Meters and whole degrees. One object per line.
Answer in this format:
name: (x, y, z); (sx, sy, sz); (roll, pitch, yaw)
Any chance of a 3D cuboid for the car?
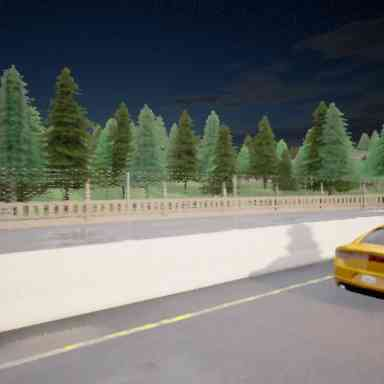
car: (5.228, 1.409, 7.459); (5.008, 1.535, 1.882); (-1, 0, -35)
